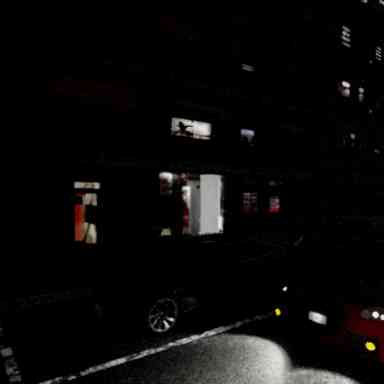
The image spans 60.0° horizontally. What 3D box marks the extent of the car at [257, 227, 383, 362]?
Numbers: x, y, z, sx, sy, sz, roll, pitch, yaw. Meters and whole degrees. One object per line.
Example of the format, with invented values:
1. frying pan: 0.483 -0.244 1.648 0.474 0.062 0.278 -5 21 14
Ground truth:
1. car: 3.369 1.568 5.783 4.181 1.385 1.994 0 0 -35

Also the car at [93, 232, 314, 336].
1. car: 0.250 1.569 6.725 4.313 1.339 1.947 0 1 -35

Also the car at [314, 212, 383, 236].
1. car: 4.860 1.446 10.012 4.097 1.590 1.967 0 1 -35
